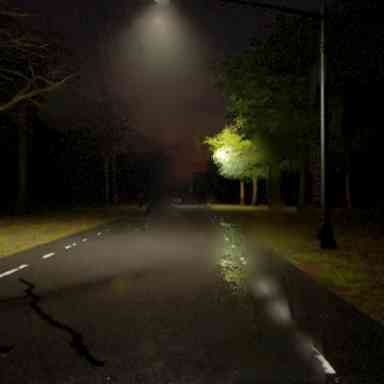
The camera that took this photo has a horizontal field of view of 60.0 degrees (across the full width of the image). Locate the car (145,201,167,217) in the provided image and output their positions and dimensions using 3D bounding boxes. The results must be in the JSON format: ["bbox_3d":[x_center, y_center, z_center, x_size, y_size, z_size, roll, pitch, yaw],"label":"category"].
[{"bbox_3d":[-3.612,1.722,33.803,1.837,1.490,4.892,0,0,0],"label":"car"}]

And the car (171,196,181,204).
[{"bbox_3d":[-3.541,1.717,76.019,2.097,1.767,4.553,0,0,0],"label":"car"}]
